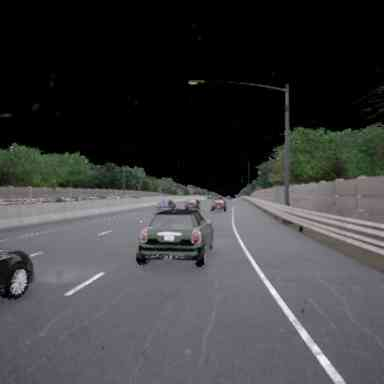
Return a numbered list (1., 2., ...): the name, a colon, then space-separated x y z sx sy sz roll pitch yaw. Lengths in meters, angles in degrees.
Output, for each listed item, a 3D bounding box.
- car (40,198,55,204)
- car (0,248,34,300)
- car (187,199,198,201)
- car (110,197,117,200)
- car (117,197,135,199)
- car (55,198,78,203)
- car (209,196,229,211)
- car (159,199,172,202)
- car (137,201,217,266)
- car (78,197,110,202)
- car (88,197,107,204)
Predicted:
1. car: -20.402 1.602 49.391 2.033 1.411 5.357 0 0 8
2. car: -4.719 1.503 5.657 1.837 1.490 4.892 0 0 7
3. car: 0.071 1.639 43.586 1.812 1.442 4.674 0 0 7
4. car: -15.106 1.660 63.151 1.994 1.385 4.181 0 0 7
5. car: -11.670 1.658 62.471 2.033 1.411 5.357 0 0 8
6. car: -17.156 1.625 47.360 1.994 1.385 4.181 0 0 8
7. car: 3.543 1.650 43.149 1.812 1.442 4.674 0 0 7
8. car: -3.402 1.649 44.029 2.033 1.411 5.357 0 0 7
9. car: -0.399 1.382 11.870 2.097 1.767 4.553 0 0 7
10. car: -13.698 1.673 46.832 1.895 1.301 4.718 0 0 8
11. car: -18.402 1.648 64.959 1.994 1.385 4.181 0 0 7
